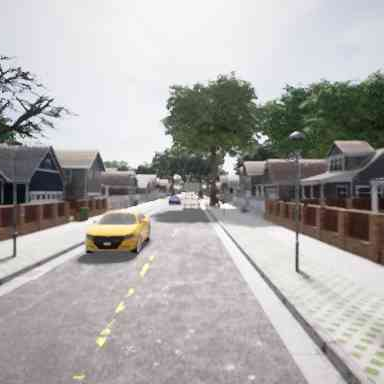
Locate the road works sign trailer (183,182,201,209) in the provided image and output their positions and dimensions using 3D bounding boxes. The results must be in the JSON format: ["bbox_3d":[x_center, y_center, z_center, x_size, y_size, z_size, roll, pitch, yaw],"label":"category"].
[{"bbox_3d":[-0.008,0.386,44.834,2.380,3.560,2.880,0,0,0],"label":"road works sign trailer"}]

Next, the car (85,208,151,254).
[{"bbox_3d":[-2.852,1.471,13.667,1.882,1.535,5.008,0,0,0],"label":"car"}]

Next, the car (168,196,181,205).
[{"bbox_3d":[-2.827,1.367,55.095,1.882,1.535,5.008,0,0,0],"label":"car"}]
